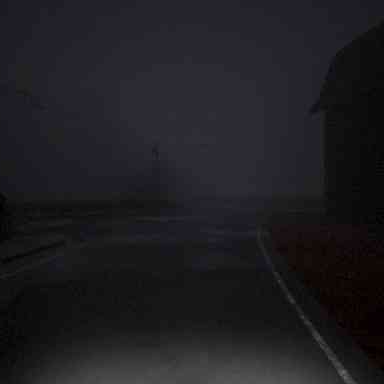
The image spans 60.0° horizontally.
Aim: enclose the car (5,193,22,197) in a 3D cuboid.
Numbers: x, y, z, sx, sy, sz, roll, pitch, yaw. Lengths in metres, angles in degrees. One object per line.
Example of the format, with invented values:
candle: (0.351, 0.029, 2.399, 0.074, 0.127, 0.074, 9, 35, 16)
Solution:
car: (-29.897, 1.013, 55.810, 2.242, 1.667, 4.611, 0, 1, -18)
